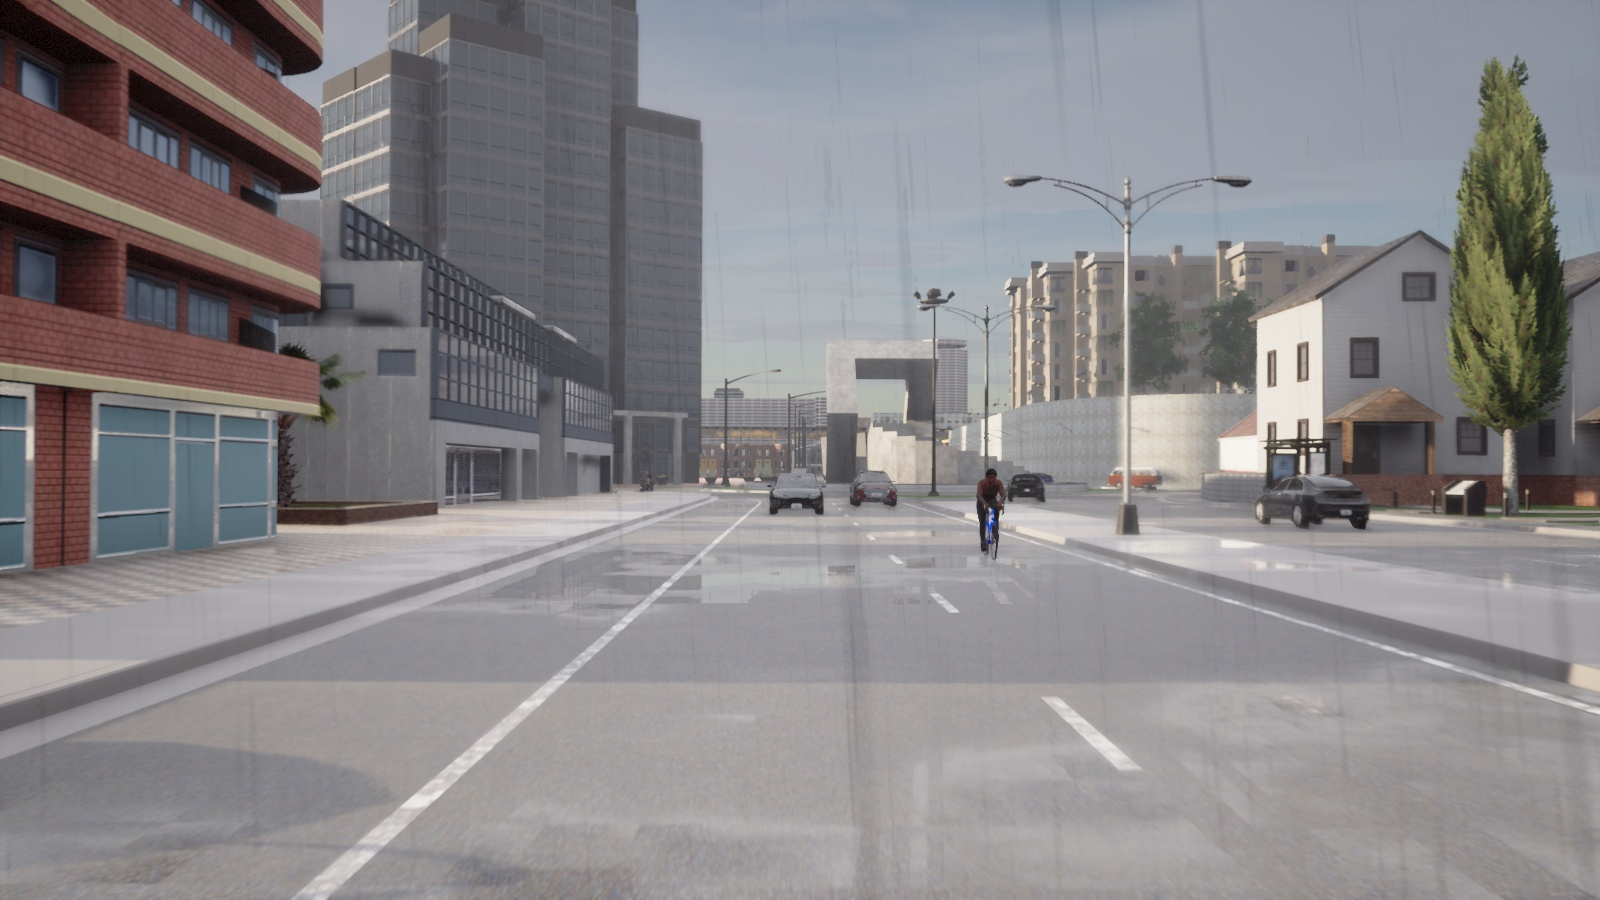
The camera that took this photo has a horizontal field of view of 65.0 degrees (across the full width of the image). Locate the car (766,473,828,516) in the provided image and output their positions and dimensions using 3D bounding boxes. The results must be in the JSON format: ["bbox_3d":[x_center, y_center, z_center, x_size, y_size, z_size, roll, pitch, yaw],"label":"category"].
[{"bbox_3d":[-0.112,1.592,46.416,2.163,1.488,4.792,0,-1,0],"label":"car"}]

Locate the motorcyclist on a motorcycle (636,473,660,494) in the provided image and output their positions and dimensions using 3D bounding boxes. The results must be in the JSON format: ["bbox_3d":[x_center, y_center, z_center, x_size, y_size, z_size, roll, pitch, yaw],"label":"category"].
[{"bbox_3d":[-10.921,2.402,90.121,0.866,1.530,2.191,0,-1,-30],"label":"motorcyclist on a motorcycle"}]

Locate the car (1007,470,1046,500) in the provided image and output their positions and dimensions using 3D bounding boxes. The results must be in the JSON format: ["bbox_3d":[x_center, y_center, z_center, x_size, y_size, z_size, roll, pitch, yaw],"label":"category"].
[{"bbox_3d":[12.120,1.872,67.410,1.882,1.535,5.008,0,-1,9],"label":"car"}]

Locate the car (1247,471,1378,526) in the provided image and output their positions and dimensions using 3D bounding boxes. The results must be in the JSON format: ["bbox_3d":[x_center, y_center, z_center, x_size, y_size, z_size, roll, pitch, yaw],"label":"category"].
[{"bbox_3d":[14.911,1.377,36.865,1.837,1.490,4.892,0,-1,0],"label":"car"}]

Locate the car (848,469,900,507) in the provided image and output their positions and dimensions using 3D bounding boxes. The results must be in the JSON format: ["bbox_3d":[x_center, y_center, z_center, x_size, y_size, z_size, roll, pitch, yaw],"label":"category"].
[{"bbox_3d":[3.349,1.695,57.593,2.033,1.649,4.856,0,-1,-1],"label":"car"}]

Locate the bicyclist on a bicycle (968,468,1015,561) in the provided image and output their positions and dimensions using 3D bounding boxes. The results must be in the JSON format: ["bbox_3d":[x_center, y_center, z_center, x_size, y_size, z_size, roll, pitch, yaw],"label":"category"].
[{"bbox_3d":[3.445,1.134,22.701,0.582,1.620,1.656,0,-1,0],"label":"bicyclist on a bicycle"}]
